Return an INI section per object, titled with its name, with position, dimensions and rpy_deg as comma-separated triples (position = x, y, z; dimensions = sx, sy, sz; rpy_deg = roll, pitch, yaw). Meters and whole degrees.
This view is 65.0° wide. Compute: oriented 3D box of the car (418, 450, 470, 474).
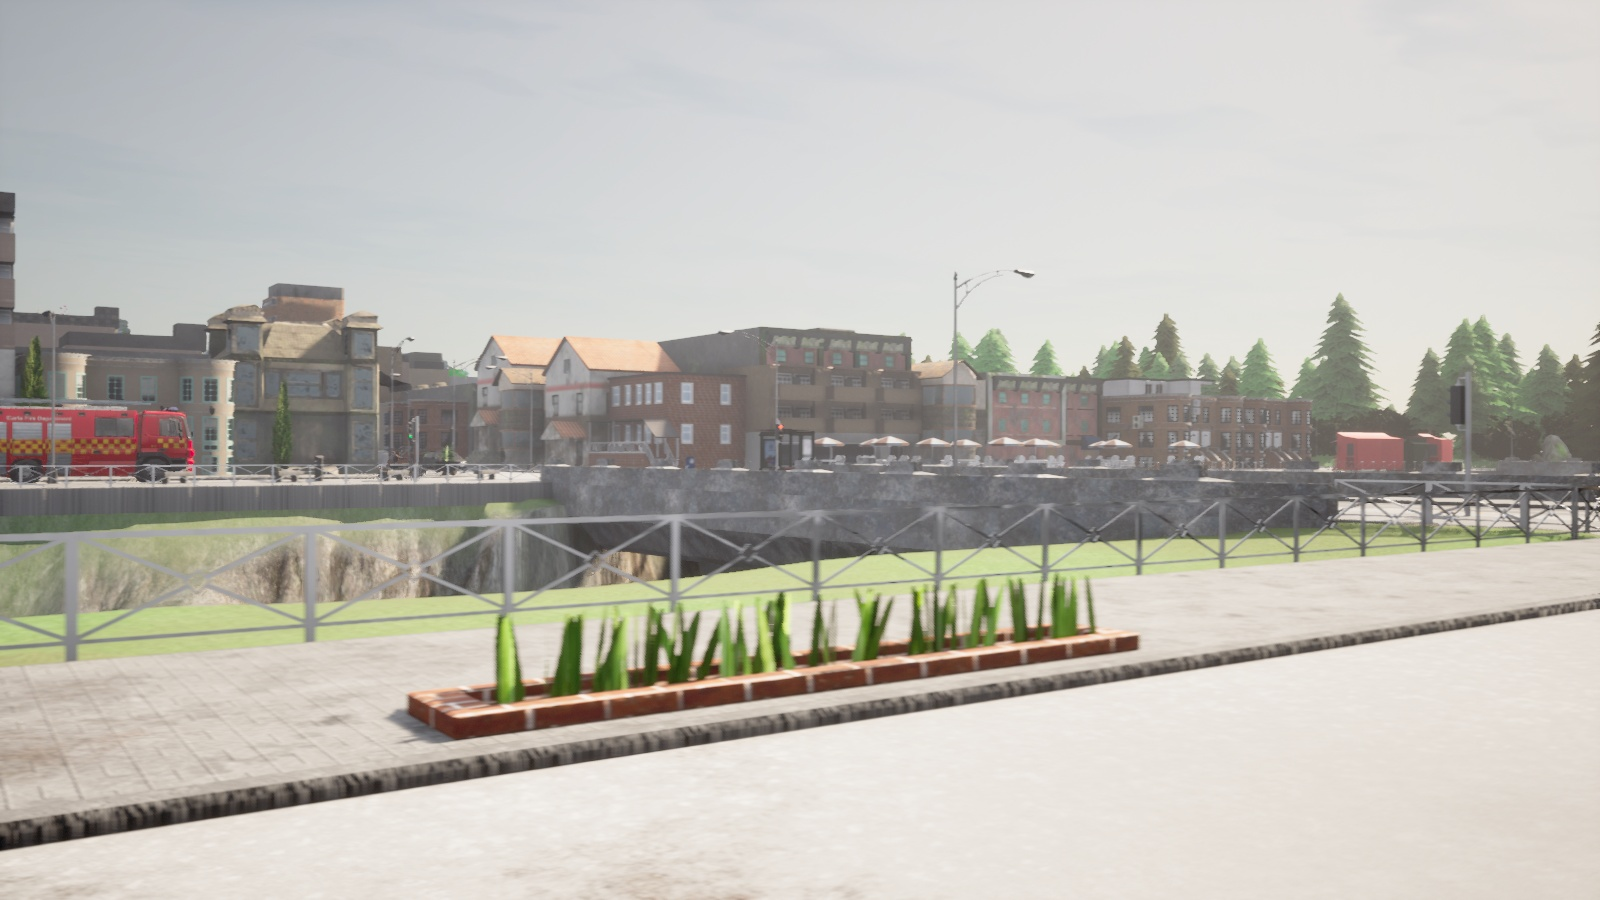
[car]
position = -25.601, 0.864, 90.190
dimensions = 2.242, 1.667, 4.611
rpy_deg = 0, 0, -35

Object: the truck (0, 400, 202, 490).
[truck]
position = -32.098, -0.212, 57.129
dimensions = 8.468, 3.827, 2.891
rpy_deg = 0, 0, -35

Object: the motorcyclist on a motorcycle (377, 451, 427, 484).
[motorcyclist on a motorcycle]
position = -20.650, 0.898, 65.113
dimensions = 2.350, 1.649, 0.766
rpy_deg = 0, 0, -35
